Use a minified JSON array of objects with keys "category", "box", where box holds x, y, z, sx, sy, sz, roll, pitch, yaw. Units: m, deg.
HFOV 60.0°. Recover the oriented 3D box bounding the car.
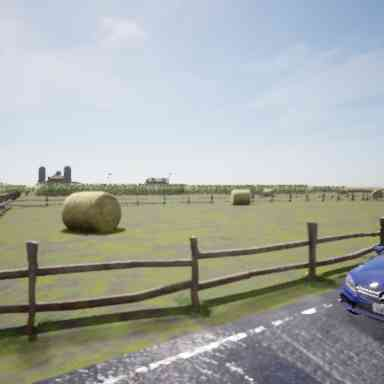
[{"category":"car","box":[4.769,1.502,6.353,4.674,1.442,1.812,0,0,-36]}]
